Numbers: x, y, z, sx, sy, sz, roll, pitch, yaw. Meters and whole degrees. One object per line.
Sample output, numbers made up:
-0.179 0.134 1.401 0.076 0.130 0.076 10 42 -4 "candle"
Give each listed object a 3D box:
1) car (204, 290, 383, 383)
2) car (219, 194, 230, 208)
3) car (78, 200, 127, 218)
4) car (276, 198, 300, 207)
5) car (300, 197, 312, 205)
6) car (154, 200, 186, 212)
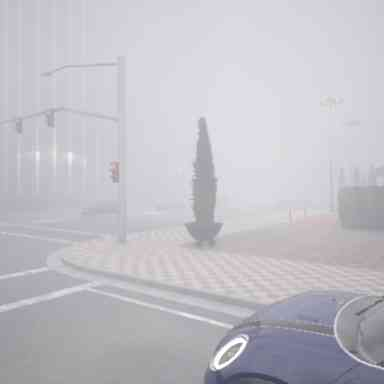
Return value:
2.296 1.351 2.354 4.553 1.767 2.097 0 0 35 "car"
3.488 1.266 47.908 2.150 2.045 5.566 0 0 35 "car"
-8.281 1.536 31.079 2.128 1.511 4.902 0 0 35 "car"
14.656 1.632 51.354 1.895 1.301 4.718 0 0 35 "car"
19.588 1.595 58.416 1.994 1.385 4.181 0 0 35 "car"
-2.590 1.608 39.222 1.994 1.385 4.181 0 0 35 "car"
